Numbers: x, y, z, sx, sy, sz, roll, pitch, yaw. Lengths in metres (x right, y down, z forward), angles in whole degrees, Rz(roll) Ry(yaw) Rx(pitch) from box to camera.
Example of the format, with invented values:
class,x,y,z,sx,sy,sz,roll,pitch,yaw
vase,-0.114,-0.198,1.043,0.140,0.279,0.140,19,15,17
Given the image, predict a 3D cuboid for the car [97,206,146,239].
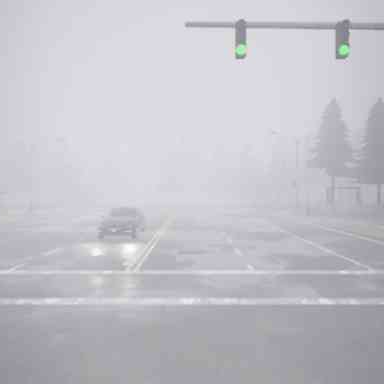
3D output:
class,x,y,z,sx,sy,sz,roll,pitch,yaw
car,-3.587,1.525,17.683,1.837,1.490,4.892,0,0,0
